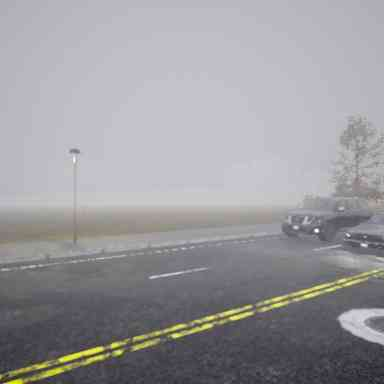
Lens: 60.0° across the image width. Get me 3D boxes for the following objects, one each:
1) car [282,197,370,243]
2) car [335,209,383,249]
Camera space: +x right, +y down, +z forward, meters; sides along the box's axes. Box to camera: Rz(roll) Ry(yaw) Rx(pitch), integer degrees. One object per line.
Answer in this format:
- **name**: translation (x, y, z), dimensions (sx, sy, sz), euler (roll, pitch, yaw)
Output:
- **car**: translation (6.977, 1.266, 16.827), dimensions (5.566, 2.045, 2.150), euler (0, 0, -36)
- **car**: translation (8.532, 1.587, 13.930), dimensions (5.357, 1.411, 2.033), euler (0, 0, -36)
